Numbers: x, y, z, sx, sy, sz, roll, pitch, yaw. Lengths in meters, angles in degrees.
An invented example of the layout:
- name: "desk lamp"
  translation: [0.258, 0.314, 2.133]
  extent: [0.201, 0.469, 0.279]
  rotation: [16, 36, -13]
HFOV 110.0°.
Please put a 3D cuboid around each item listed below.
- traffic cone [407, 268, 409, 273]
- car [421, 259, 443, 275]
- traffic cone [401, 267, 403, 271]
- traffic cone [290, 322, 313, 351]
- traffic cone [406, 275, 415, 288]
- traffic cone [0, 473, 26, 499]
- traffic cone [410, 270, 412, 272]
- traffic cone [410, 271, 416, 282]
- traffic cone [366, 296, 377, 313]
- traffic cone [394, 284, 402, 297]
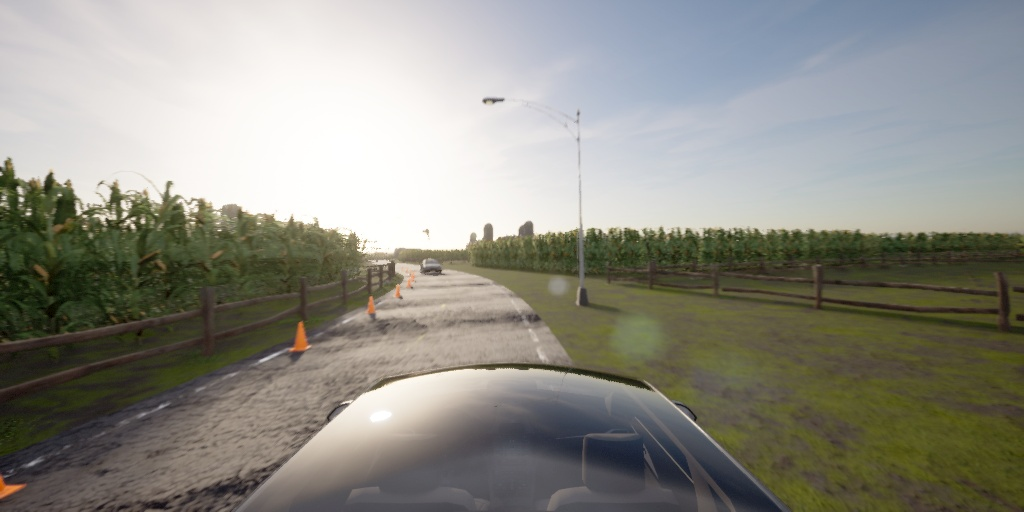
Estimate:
- name: "traffic cone"
  translation: [-10.285, 1.623, 36.585]
  extent: [0.340, 0.580, 0.340]
  rotation: [0, 0, -19]
- name: "car"
  translation: [-8.568, 1.116, 37.907]
  extent: [1.837, 1.490, 4.892]
  rotation: [-1, 1, -20]
- name: "traffic cone"
  translation: [-13.972, 1.621, 45.692]
  extent: [0.340, 0.580, 0.340]
  rotation: [0, 0, -23]
- name: "traffic cone"
  translation: [-4.675, 1.757, 7.958]
  extent: [0.340, 0.580, 0.340]
  rotation: [0, 0, -3]
- name: "traffic cone"
  translation: [-6.431, 1.666, 22.477]
  extent: [0.340, 0.580, 0.340]
  rotation: [0, 0, -11]
- name: "traffic cone"
  translation: [-4.564, 1.799, 3.080]
  extent: [0.340, 0.580, 0.340]
  rotation: [0, 0, 0]
- name: "traffic cone"
  translation: [-8.772, 1.632, 31.946]
  extent: [0.340, 0.580, 0.340]
  rotation: [0, 0, -17]
- name: "traffic cone"
  translation: [-7.486, 1.646, 27.240]
  extent: [0.340, 0.580, 0.340]
  rotation: [0, 0, -14]
- name: "traffic cone"
  translation: [-5.024, 1.721, 12.824]
  extent: [0.340, 0.580, 0.340]
  rotation: [0, 0, -5]
- name: "traffic cone"
  translation: [-5.610, 1.690, 17.667]
  extent: [0.340, 0.580, 0.340]
  rotation: [0, 0, -8]
